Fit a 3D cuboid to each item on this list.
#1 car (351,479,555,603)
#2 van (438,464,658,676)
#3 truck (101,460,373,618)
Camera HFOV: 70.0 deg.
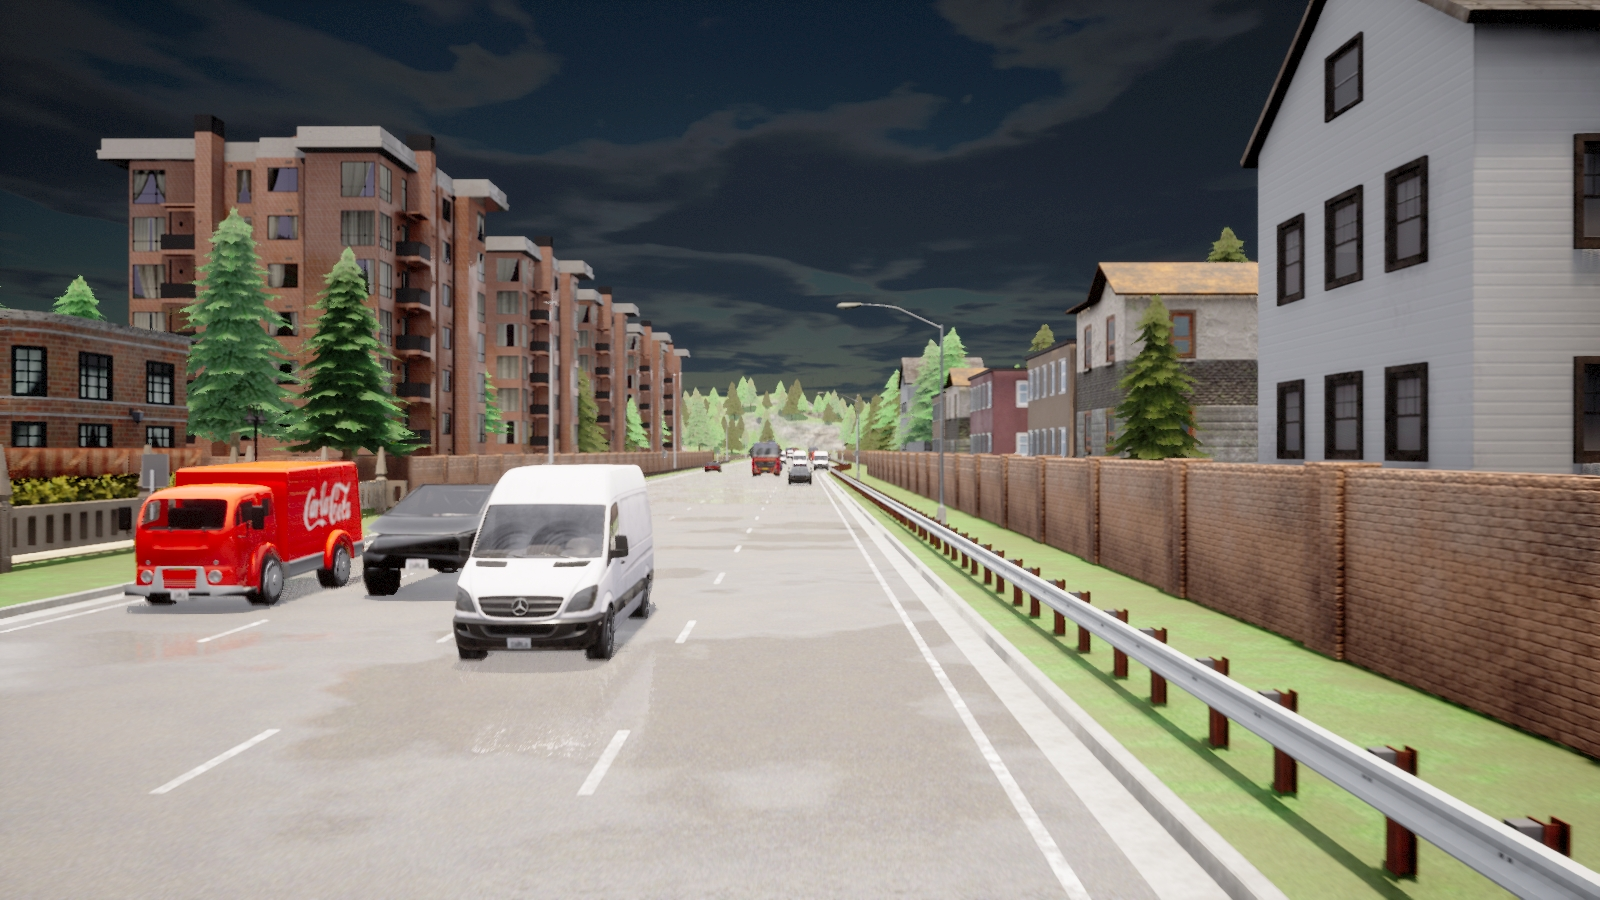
[{"bbox_3d":[-7.000,1.745,23.982,2.390,2.098,6.274,0,0,0],"label":"car"},{"bbox_3d":[-3.496,1.527,17.130,1.988,2.561,5.915,0,0,0],"label":"van"},{"bbox_3d":[-10.501,1.531,21.943,2.627,2.467,5.204,0,2,0],"label":"truck"}]
